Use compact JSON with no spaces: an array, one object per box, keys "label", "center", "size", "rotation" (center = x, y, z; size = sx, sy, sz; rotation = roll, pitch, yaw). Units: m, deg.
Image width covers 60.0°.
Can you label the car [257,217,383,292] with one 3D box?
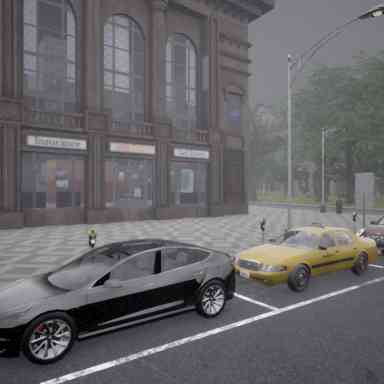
[{"label":"car","center":[3.150,1.526,8.903],"size":[4.829,1.417,1.752],"rotation":[0,0,-36]}]

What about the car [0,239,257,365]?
[{"label":"car","center":[-1.136,1.566,5.841],"size":[4.313,1.339,1.947],"rotation":[0,0,-36]}]

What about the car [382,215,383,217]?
[{"label":"car","center":[7.712,1.441,12.163],"size":[4.097,1.590,1.967],"rotation":[0,0,-36]}]
